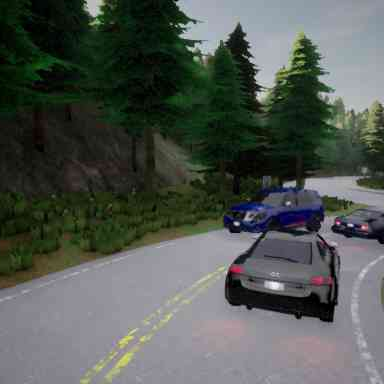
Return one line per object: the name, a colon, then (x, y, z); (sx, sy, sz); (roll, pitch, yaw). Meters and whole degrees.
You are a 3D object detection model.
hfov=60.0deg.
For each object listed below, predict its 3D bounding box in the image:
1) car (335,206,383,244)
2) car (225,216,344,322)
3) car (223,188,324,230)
car: (8.597, 1.372, 14.967); (5.357, 1.411, 2.033); (-1, 5, -33)
car: (2.212, 1.532, 7.444); (1.994, 1.385, 4.181); (2, 2, 24)
car: (3.944, 0.894, 15.341); (5.566, 2.045, 2.150); (-1, 4, -40)
